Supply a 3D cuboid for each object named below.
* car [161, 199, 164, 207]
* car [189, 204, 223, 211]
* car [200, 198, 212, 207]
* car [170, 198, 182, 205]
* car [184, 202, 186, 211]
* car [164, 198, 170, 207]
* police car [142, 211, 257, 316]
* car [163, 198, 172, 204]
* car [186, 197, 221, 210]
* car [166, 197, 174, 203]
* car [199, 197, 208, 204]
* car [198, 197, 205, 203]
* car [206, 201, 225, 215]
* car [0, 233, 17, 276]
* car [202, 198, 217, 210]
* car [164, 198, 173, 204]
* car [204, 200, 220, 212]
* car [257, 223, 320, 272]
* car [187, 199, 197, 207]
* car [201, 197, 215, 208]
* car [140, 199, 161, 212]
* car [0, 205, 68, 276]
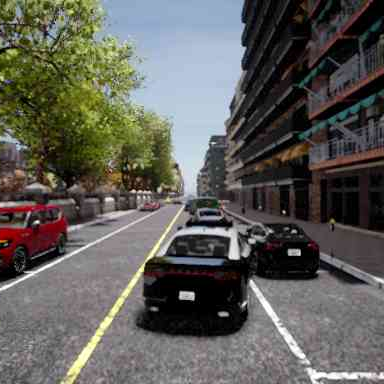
[{"bbox_3d":[-5.754,1.800,50.206,1.967,1.590,4.097,0,0,0],"label":"car"},{"bbox_3d":[0.886,1.622,17.566,1.837,1.490,4.892,0,0,0],"label":"car"},{"bbox_3d":[2.610,1.878,61.480,1.967,1.590,4.097,0,0,0],"label":"car"},{"bbox_3d":[-3.090,2.067,69.225,1.994,1.385,4.181,0,0,0],"label":"car"},{"bbox_3d":[-0.024,1.798,45.685,1.882,1.535,5.008,0,0,0],"label":"car"},{"bbox_3d":[-5.770,1.996,61.466,2.008,1.369,4.403,0,0,0],"label":"car"},{"bbox_3d":[0.443,1.478,7.864,1.930,1.638,5.238,0,0,12],"label":"police car"},{"bbox_3d":[-5.795,2.103,78.187,1.752,1.417,4.829,0,0,0],"label":"car"},{"bbox_3d":[0.876,1.384,23.598,2.150,2.045,5.566,0,0,0],"label":"car"},{"bbox_3d":[-5.812,2.196,89.447,1.752,1.417,4.829,0,0,0],"label":"car"},{"bbox_3d":[2.584,2.011,78.370,1.967,1.590,4.097,0,0,0],"label":"car"},{"bbox_3d":[2.568,2.192,89.801,1.752,1.417,4.829,0,0,0],"label":"car"},{"bbox_3d":[2.643,1.812,38.959,1.887,1.381,4.507,0,0,0],"label":"car"},{"bbox_3d":[-3.091,1.366,1.546,2.097,1.767,4.553,0,0,0],"label":"car"},{"bbox_3d":[2.626,1.793,50.219,1.967,1.590,4.097,0,0,0],"label":"car"},{"bbox_3d":[-5.803,2.176,83.986,2.008,1.369,4.403,0,0,0],"label":"car"},{"bbox_3d":[2.635,1.854,44.590,1.887,1.381,4.507,0,0,0],"label":"car"},{"bbox_3d":[2.685,1.636,10.810,1.947,1.339,4.313,0,0,0],"label":"car"},{"bbox_3d":[-0.080,1.974,62.482,1.812,1.442,4.674,0,0,0],"label":"car"},{"bbox_3d":[2.617,1.710,55.850,2.192,1.841,5.009,0,0,0],"label":"car"},{"bbox_3d":[-5.746,1.757,44.578,1.967,1.590,4.097,0,0,0],"label":"car"},{"bbox_3d":[-5.695,1.392,10.799,2.192,1.841,5.009,0,0,0],"label":"car"}]
